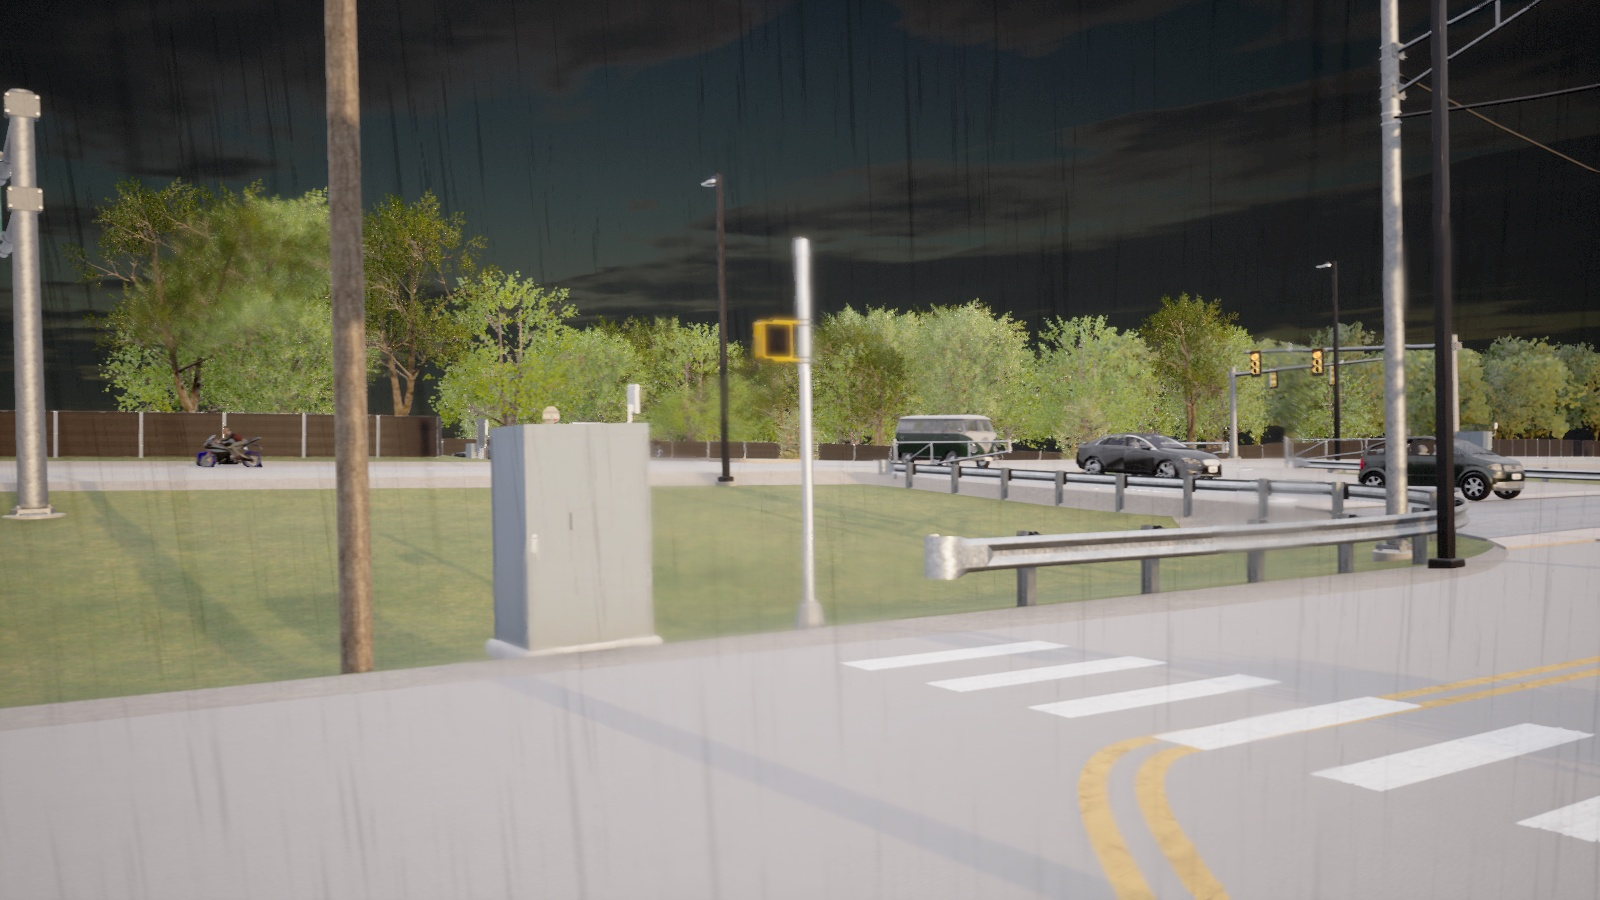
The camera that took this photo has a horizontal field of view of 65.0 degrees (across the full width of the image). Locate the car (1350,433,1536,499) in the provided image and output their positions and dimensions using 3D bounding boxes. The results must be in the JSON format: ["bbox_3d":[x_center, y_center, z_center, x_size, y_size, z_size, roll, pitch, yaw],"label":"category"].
[{"bbox_3d":[15.887,0.374,31.181,1.789,1.549,3.705,-1,0,-34],"label":"car"}]

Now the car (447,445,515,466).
[{"bbox_3d":[-22.622,0.352,89.317,2.033,1.411,5.357,-1,0,20],"label":"car"}]

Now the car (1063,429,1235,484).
[{"bbox_3d":[10.688,0.149,38.802,2.128,1.511,4.902,0,2,-34],"label":"car"}]

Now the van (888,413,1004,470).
[{"bbox_3d":[5.364,-0.332,46.600,1.775,1.987,4.442,0,1,-34],"label":"van"}]

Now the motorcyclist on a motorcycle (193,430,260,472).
[{"bbox_3d":[-21.224,0.049,46.538,2.191,1.530,0.866,0,0,-19],"label":"motorcyclist on a motorcycle"}]
